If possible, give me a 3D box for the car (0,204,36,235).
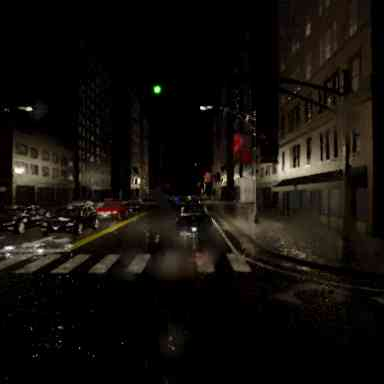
[{"bbox_3d":[-9.838,1.505,18.971,1.837,1.490,4.892,0,0,0],"label":"car"}]

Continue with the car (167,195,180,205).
[{"bbox_3d":[-3.247,1.386,58.808,1.882,1.535,5.008,0,0,0],"label":"car"}]

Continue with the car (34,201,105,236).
[{"bbox_3d":[-6.593,1.497,18.517,1.837,1.490,4.892,0,0,0],"label":"car"}]

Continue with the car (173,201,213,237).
[{"bbox_3d":[0.096,1.477,17.975,1.837,1.490,4.892,0,0,0],"label":"car"}]

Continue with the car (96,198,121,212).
[{"bbox_3d":[-9.750,1.493,39.314,1.812,1.442,4.674,0,0,0],"label":"car"}]

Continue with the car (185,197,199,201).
[{"bbox_3d":[0.002,1.416,49.180,2.128,1.511,4.902,0,0,0],"label":"car"}]

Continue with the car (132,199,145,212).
[{"bbox_3d":[-6.500,1.509,38.005,2.033,1.411,5.357,0,0,0],"label":"car"}]

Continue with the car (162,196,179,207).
[{"bbox_3d":[-3.249,1.425,48.390,2.128,1.511,4.902,0,0,0],"label":"car"}]

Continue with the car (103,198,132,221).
[{"bbox_3d":[-6.563,1.504,27.541,1.812,1.442,4.674,0,0,1],"label":"car"}]
